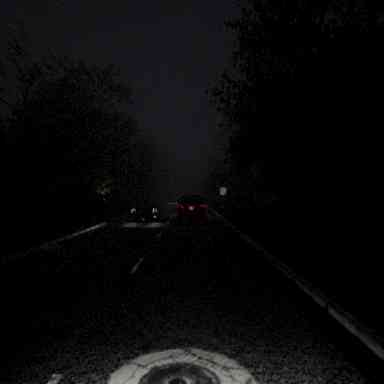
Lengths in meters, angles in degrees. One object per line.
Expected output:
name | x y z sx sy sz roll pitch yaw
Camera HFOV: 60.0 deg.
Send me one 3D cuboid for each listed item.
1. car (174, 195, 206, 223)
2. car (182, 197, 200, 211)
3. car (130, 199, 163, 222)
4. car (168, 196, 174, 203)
car | -0.053 1.223 26.094 2.150 2.045 5.566 0 0 0
car | -0.147 1.484 42.284 2.128 1.511 4.902 0 0 0
car | -3.499 1.354 26.094 2.097 1.767 4.553 0 0 0
car | -3.654 1.513 66.525 1.994 1.385 4.181 0 0 0
